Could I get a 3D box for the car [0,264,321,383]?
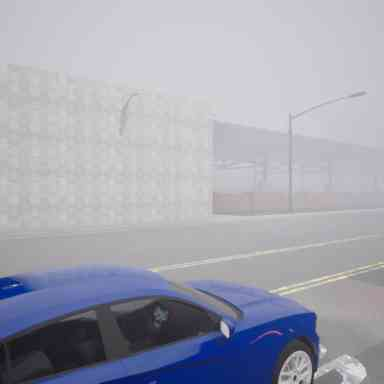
[{"bbox_3d":[-0.791,1.478,3.185,5.008,1.535,1.882,0,0,-36],"label":"car"}]
